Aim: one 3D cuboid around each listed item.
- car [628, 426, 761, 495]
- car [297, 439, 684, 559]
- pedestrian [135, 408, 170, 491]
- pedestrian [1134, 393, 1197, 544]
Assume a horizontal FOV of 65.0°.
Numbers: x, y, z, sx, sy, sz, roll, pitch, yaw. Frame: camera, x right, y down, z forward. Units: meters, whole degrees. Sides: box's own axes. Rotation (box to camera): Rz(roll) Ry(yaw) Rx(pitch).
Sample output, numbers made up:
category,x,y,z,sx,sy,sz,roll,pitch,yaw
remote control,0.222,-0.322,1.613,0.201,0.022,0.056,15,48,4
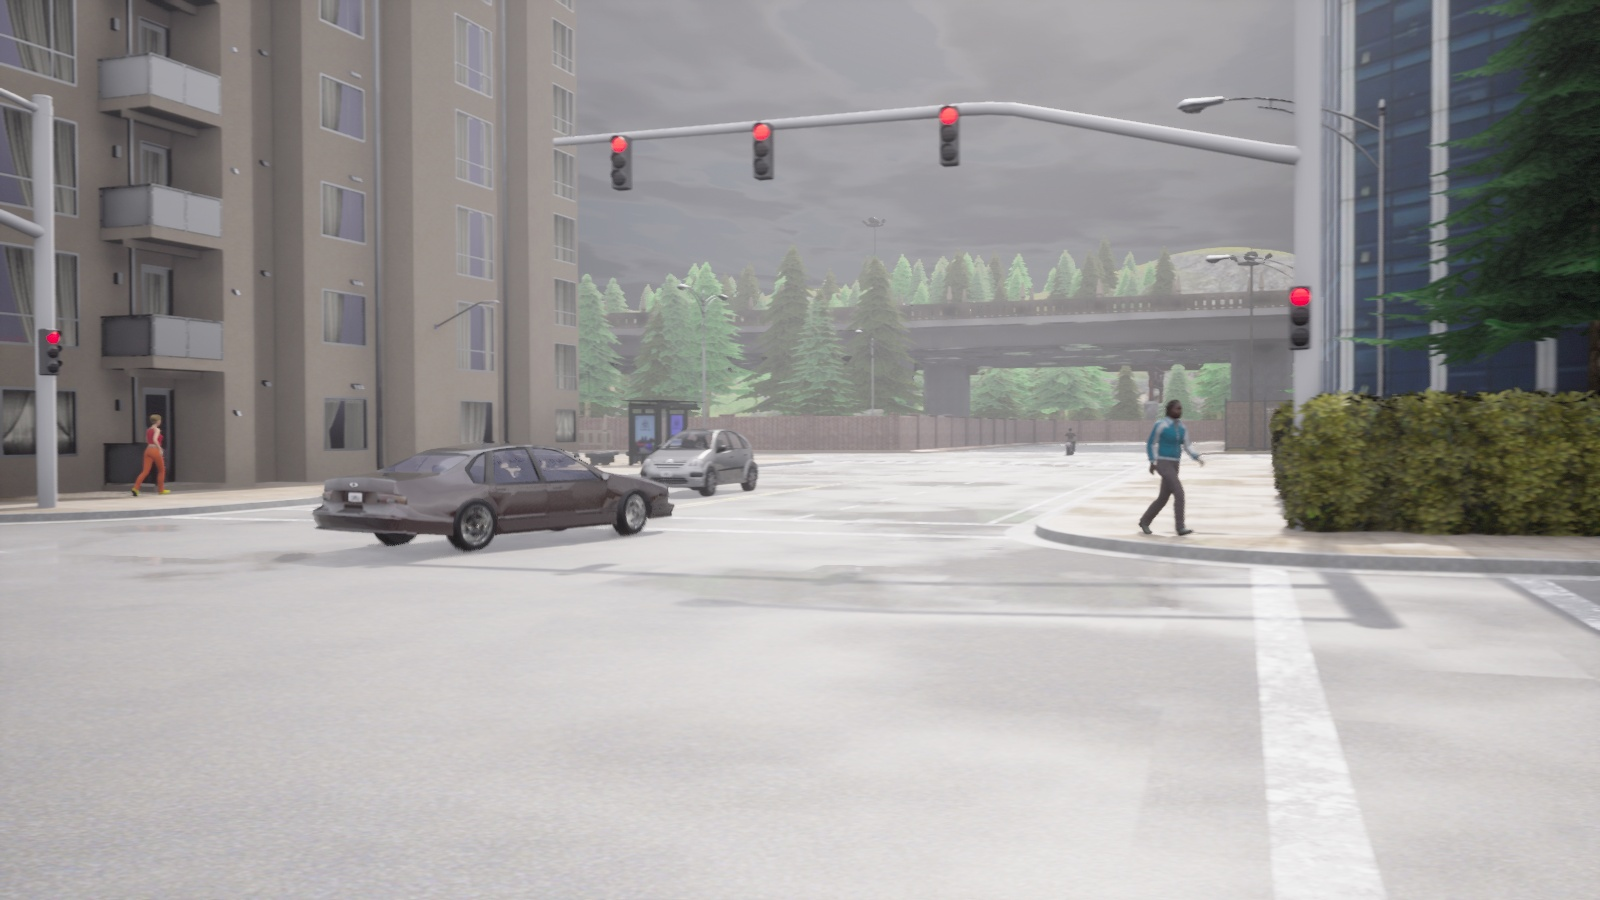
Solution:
category,x,y,z,sx,sy,sz,roll,pitch,yaw
car,-2.551,0.213,31.385,1.851,1.617,3.988,1,1,19
car,-4.192,0.570,17.990,2.033,1.411,5.357,1,1,35
pedestrian,-14.452,-0.018,28.042,0.345,1.836,0.594,1,1,26
pedestrian,4.774,0.234,16.416,0.396,1.930,0.692,0,1,-32
